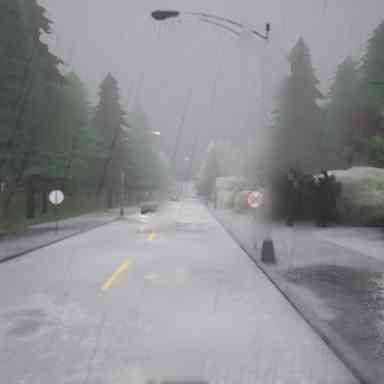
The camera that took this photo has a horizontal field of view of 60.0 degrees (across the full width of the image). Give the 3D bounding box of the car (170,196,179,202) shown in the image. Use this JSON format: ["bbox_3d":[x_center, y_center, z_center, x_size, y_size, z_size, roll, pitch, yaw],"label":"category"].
[{"bbox_3d":[-3.926,1.713,76.622,1.994,1.385,4.181,0,0,0],"label":"car"}]

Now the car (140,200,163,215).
[{"bbox_3d":[-4.067,1.574,34.303,2.033,1.411,5.357,0,0,0],"label":"car"}]
